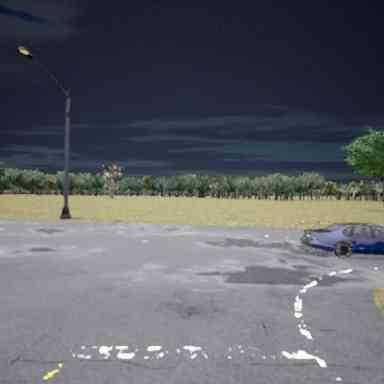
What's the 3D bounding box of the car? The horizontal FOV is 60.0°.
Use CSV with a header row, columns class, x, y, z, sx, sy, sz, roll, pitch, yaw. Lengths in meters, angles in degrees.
class,x,y,z,sx,sy,sz,roll,pitch,yaw
car,7.526,2.050,14.410,5.357,1.411,2.033,3,0,0
